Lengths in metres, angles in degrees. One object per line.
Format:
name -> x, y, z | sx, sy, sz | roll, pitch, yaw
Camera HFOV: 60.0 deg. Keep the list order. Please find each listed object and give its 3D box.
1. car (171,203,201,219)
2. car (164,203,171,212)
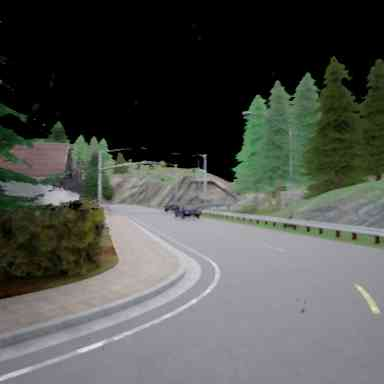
car -> -0.545, 2.122, 35.575 | 1.895, 1.301, 4.718 | -1, -1, -16
car -> -2.526, 2.195, 48.477 | 1.895, 1.301, 4.718 | -1, -1, 12
